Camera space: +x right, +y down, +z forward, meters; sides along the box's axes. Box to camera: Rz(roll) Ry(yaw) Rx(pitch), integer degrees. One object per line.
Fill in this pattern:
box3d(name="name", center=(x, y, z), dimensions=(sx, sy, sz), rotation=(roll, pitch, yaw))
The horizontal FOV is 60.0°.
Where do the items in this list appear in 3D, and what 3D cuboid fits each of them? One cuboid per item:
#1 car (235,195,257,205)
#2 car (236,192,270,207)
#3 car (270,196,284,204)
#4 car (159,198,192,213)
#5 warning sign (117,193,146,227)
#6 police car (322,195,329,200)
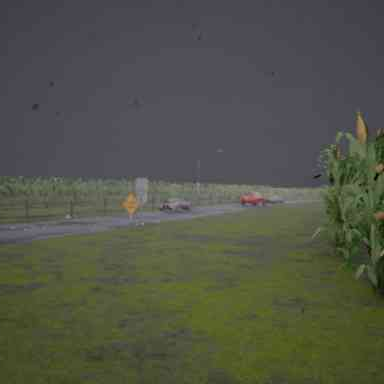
box3d(name="car", center=(8.669, 1.259, 53.262), dimensions=(1.994, 1.385, 4.181), rotation=(1, 1, 31))
box3d(name="car", center=(8.917, 0.979, 48.003), dimensions=(2.150, 2.045, 5.566), rotation=(1, 1, 32))
box3d(name="car", center=(14.310, 1.303, 57.078), dimensions=(1.994, 1.385, 4.181), rotation=(1, 1, 34))
box3d(name="car", center=(-1.620, 1.310, 34.040), dimensions=(1.994, 1.385, 4.181), rotation=(1, 1, 28))
box3d(name="warning sign", center=(-3.518, 0.997, 19.346), dimensions=(1.300, 1.860, 1.060), rotation=(1, 1, 29))
box3d(name="police car", center=(32.509, 1.171, 78.338), dimensions=(1.930, 1.638, 5.238), rotation=(2, 1, 44))
